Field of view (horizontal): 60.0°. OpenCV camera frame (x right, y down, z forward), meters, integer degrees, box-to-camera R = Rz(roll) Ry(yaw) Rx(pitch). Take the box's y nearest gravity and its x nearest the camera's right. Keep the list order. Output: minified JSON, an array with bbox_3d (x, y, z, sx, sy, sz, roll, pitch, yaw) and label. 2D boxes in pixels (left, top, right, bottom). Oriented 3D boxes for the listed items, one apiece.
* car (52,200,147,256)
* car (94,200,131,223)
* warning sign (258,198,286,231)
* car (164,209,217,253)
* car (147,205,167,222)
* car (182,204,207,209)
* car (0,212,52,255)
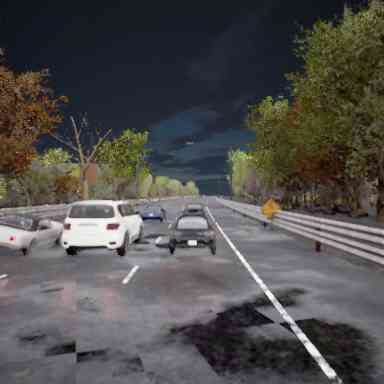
[{"bbox_3d":[-3.465,1.351,13.827,2.150,2.045,5.566,0,0,0],"label":"car"},{"bbox_3d":[-6.798,1.622,28.909,2.097,1.767,4.553,0,-1,1],"label":"car"},{"bbox_3d":[4.607,1.299,19.305,1.300,1.860,1.060,-1,-2,1],"label":"warning sign"},{"bbox_3d":[0.043,1.663,14.172,1.812,1.442,4.674,0,0,1],"label":"car"},{"bbox_3d":[-3.293,1.837,29.050,1.994,1.385,4.181,0,0,1],"label":"car"},{"bbox_3d":[0.206,1.779,29.013,1.837,1.490,4.892,0,0,1],"label":"car"},{"bbox_3d":[-6.865,1.576,13.952,1.895,1.301,4.718,13,0,1],"label":"car"}]
